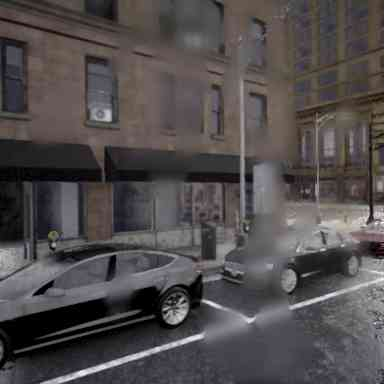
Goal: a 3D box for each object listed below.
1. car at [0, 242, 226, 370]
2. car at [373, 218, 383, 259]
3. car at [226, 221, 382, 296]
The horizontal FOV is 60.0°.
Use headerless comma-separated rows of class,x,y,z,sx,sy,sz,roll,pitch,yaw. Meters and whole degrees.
car,-1.778,1.569,5.393,4.313,1.339,1.947,0,-1,-35
car,7.189,1.564,11.783,4.507,1.381,1.887,0,-1,-35
car,2.705,1.562,8.588,4.403,1.369,2.008,0,-1,-35
